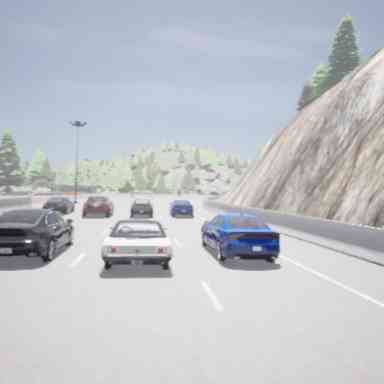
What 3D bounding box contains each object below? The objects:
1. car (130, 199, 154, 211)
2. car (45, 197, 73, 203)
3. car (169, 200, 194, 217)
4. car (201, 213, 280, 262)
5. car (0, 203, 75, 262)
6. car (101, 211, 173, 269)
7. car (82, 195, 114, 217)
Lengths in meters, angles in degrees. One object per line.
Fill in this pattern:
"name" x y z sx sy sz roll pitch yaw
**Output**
"car" -4.257 1.334 28.401 2.128 1.511 4.902 2 0 -8
"car" -11.343 1.138 28.492 1.812 1.442 4.674 2 0 -8
"car" -1.005 1.424 30.488 1.882 1.535 5.008 2 0 -8
"car" 1.583 1.521 12.354 1.882 1.535 5.008 2 0 -8
"car" -5.340 1.323 11.336 1.837 1.490 4.892 2 0 -8
"car" -1.742 1.537 10.881 1.895 1.301 4.718 2 0 -8
"car" -7.677 1.084 27.633 2.097 1.767 4.553 2 0 -8
